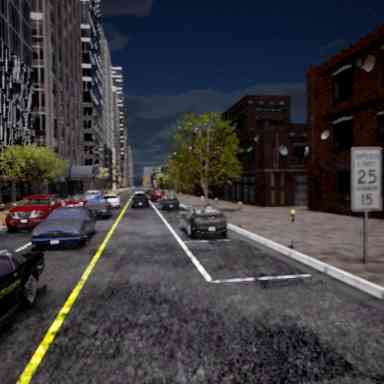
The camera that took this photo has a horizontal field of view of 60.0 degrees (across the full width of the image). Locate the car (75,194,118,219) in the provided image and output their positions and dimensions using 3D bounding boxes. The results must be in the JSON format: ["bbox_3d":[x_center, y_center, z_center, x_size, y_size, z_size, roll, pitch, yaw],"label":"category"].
[{"bbox_3d":[-6.976,1.177,24.799,2.033,1.411,5.357,-1,1,-9],"label":"car"}]

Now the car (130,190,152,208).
[{"bbox_3d":[-5.586,0.880,35.904,1.837,1.490,4.892,-1,2,-9],"label":"car"}]

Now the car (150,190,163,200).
[{"bbox_3d":[-5.867,0.526,54.153,1.752,1.417,4.829,-2,1,-9],"label":"car"}]

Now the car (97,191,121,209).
[{"bbox_3d":[-8.567,0.972,35.045,1.812,1.442,4.674,-1,1,-10],"label":"car"}]

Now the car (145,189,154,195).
[{"bbox_3d":[-11.129,-0.015,86.763,1.947,1.339,4.313,-2,1,-9],"label":"car"}]

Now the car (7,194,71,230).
[{"bbox_3d":[-8.815,1.095,19.144,2.192,1.841,5.009,-2,1,-9],"label":"car"}]

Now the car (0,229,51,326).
[{"bbox_3d":[-3.764,1.583,4.939,1.895,1.301,4.718,-1,1,-9],"label":"car"}]

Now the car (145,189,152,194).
[{"bbox_3d":[-12.010,-0.097,92.227,1.802,1.307,4.206,-2,1,-9],"label":"car"}]

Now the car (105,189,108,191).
[{"bbox_3d":[-14.120,0.497,52.658,2.192,1.841,5.009,-2,1,-9],"label":"car"}]

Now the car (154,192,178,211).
[{"bbox_3d":[-2.184,0.956,31.409,2.008,1.369,4.403,-2,1,-9],"label":"car"}]

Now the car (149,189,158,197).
[{"bbox_3d":[-8.203,0.206,70.641,1.837,1.490,4.892,-1,1,-9],"label":"car"}]

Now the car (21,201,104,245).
[{"bbox_3d":[-5.322,1.360,14.521,2.033,1.411,5.357,-1,1,-9],"label":"car"}]

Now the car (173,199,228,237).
[{"bbox_3d":[0.461,1.232,15.765,2.008,1.369,4.403,-2,1,-9],"label":"car"}]

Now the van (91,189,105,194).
[{"bbox_3d":[-12.356,0.718,41.732,1.690,1.788,3.998,-2,1,-9],"label":"van"}]

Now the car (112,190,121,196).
[{"bbox_3d":[-19.377,0.126,85.274,1.752,1.417,4.829,-2,1,-9],"label":"car"}]

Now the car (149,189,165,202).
[{"bbox_3d":[-4.966,0.416,48.517,2.192,1.841,5.009,-2,1,-9],"label":"car"}]

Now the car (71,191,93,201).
[{"bbox_3d":[-10.485,1.025,30.088,1.967,1.590,4.097,-2,1,-9],"label":"car"}]
